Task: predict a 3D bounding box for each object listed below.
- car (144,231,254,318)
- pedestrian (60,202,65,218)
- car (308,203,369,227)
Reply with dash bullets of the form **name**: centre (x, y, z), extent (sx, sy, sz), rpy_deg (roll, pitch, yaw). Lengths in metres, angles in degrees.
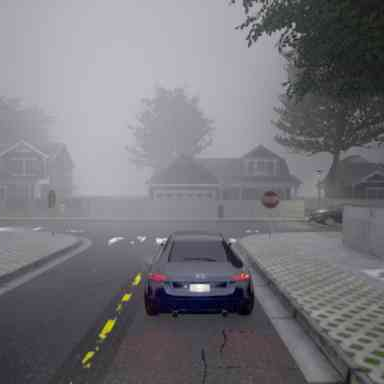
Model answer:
- **car**: centre (0.105, 1.556, 7.514), extent (1.994, 1.385, 4.181), rpy_deg (0, 0, -1)
- **pedestrian**: centre (-9.823, 1.317, 25.255), extent (0.375, 1.300, 0.375), rpy_deg (0, 0, -1)
- **car**: centre (10.452, 1.516, 22.597), extent (4.892, 1.490, 1.837), rpy_deg (0, 1, -1)
